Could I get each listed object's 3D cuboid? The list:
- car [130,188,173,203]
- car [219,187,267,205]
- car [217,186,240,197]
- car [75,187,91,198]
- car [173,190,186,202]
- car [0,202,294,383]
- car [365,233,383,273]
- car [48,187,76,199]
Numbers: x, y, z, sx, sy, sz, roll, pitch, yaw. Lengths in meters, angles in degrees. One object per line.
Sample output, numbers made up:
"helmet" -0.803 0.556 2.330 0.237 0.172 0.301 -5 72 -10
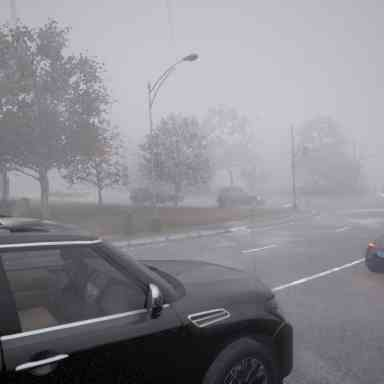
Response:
"car" -5.706 0.473 43.756 5.566 2.045 2.150 1 3 33
"car" 5.796 0.642 36.423 4.553 1.767 2.097 -1 3 33
"car" 5.737 0.355 40.601 5.566 2.045 2.150 0 3 33
"car" -19.352 -0.048 56.665 4.553 1.767 2.097 2 4 33
"car" -3.117 0.443 46.260 4.553 1.767 2.097 1 3 32
"car" -1.577 1.220 2.770 5.566 2.045 2.150 0 0 -35
"car" 6.562 1.452 9.316 4.181 1.385 1.994 -2 1 -42
"car" -21.517 0.362 53.920 4.718 1.301 1.895 2 4 33
